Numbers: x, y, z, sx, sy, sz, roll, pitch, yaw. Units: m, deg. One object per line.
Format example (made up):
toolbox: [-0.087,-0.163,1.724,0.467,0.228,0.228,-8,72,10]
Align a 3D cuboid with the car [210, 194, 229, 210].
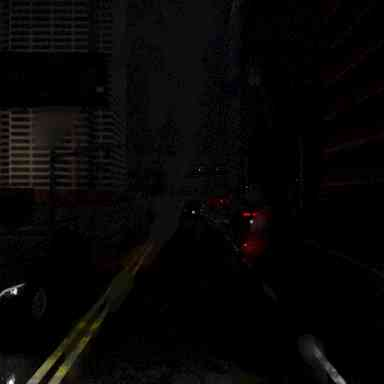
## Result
car: [3.604,1.217,43.451,2.150,2.045,5.566,0,0,0]

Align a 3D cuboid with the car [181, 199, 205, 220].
car: [0.106,1.561,28.215,1.994,1.385,4.181,0,0,0]

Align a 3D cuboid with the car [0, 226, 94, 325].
car: [-3.509,1.526,7.256,1.812,1.442,4.674,0,0,0]

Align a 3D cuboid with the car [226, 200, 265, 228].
car: [3.540,1.503,21.973,1.837,1.490,4.892,0,0,1]
